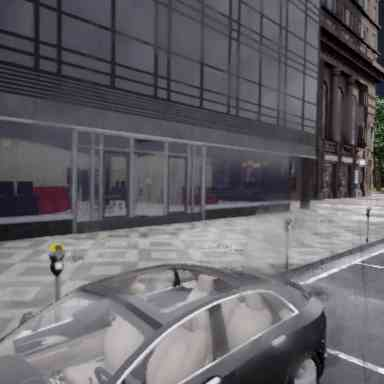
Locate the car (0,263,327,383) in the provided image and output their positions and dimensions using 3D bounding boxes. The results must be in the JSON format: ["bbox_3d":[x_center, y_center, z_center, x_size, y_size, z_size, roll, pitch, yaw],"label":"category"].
[{"bbox_3d":[-0.400,1.431,2.803,4.403,1.369,2.008,-1,3,-44],"label":"car"}]
